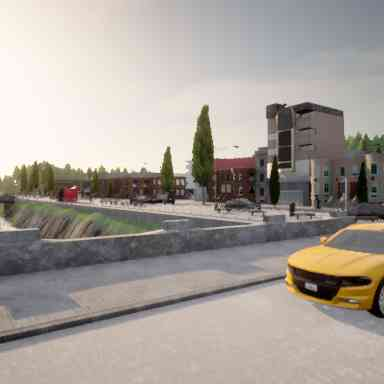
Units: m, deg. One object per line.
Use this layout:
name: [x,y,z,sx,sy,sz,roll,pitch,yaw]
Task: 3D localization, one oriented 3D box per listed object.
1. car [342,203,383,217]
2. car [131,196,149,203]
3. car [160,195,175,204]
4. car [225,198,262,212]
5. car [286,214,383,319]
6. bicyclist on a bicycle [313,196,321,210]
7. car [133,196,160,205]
car: [14.413,1.547,25.886,2.033,1.411,5.357,0,0,-35]
car: [-10.758,1.526,68.554,1.812,1.442,4.674,0,0,-36]
car: [-5.033,1.352,60.513,2.097,1.767,4.553,0,0,-36]
car: [5.795,1.504,38.043,1.837,1.490,4.892,0,0,-35]
car: [4.254,1.477,7.561,5.008,1.535,1.882,0,0,-35]
bicyclist on a bicycle: [14.937,1.349,39.677,1.656,1.620,0.582,0,0,-35]
car: [-7.867,1.601,57.404,1.895,1.301,4.718,0,0,-35]
